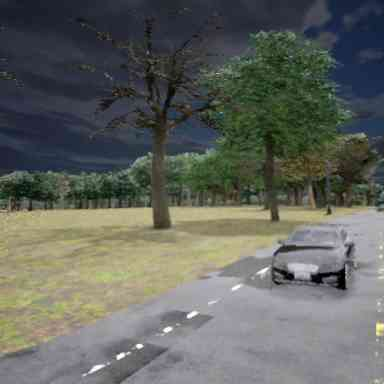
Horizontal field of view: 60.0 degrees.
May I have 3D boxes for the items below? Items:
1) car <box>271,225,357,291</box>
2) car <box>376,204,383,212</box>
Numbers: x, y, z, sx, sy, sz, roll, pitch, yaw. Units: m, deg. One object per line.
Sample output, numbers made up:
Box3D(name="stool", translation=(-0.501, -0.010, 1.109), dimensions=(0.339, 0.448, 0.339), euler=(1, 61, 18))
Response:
Box3D(name="car", translation=(3.826, 1.780, 10.070), dimensions=(2.128, 1.511, 4.902), euler=(-3, -2, 30))
Box3D(name="car", translation=(33.421, 2.802, 57.834), dimensions=(1.994, 1.385, 4.181), euler=(-4, -3, 37))
